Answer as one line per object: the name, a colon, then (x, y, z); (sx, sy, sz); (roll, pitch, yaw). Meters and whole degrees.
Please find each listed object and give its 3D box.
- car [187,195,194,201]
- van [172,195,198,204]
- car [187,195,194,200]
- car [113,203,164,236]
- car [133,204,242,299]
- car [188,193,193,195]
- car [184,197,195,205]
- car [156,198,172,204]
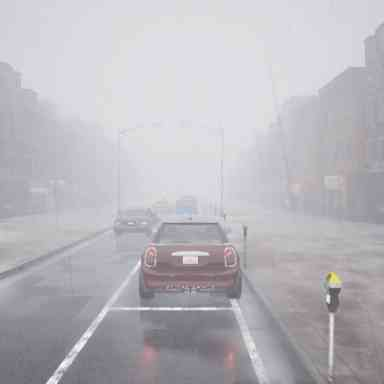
car: (-0.391, 1.542, 86.399); (1.947, 1.339, 4.313); (-1, 0, 0)
van: (-0.401, 1.332, 25.542); (1.690, 1.788, 3.998); (-1, 0, 0)
car: (-0.390, 1.542, 91.932); (1.947, 1.339, 4.313); (-1, 0, 0)
car: (-2.919, 1.540, 18.321); (2.033, 1.411, 5.357); (0, 0, 0)
car: (-0.032, 1.349, 8.622); (2.097, 1.767, 4.553); (0, 0, 0)
car: (-0.401, 1.302, 36.607); (2.192, 1.841, 5.009); (-1, 0, 0)
car: (-0.393, 1.562, 58.737); (1.802, 1.307, 4.206); (-1, 0, 0)
car: (-3.017, 1.444, 35.024); (1.801, 1.575, 5.366); (0, 0, 0)
